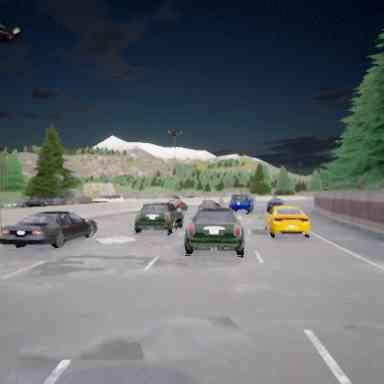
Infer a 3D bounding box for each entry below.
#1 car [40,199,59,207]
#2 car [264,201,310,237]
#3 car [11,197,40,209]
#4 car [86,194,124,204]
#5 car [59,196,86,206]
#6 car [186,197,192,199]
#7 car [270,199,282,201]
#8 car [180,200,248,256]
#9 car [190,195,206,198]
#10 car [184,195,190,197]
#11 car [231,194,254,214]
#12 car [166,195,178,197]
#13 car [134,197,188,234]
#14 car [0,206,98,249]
[{"bbox_3d":[-17.755,1.568,44.775,1.994,1.385,4.181,0,0,17],"label":"car"},{"bbox_3d":[5.093,1.512,18.267,1.882,1.535,5.008,0,0,8],"label":"car"},{"bbox_3d":[-21.623,1.485,44.105,2.128,1.511,4.902,0,0,17],"label":"car"},{"bbox_3d":[-10.935,1.242,43.349,2.150,2.045,5.566,0,0,17],"label":"car"},{"bbox_3d":[-14.555,1.362,43.278,2.097,1.767,4.553,0,0,17],"label":"car"},{"bbox_3d":[-1.760,1.562,36.520,1.812,1.442,4.674,0,0,15],"label":"car"},{"bbox_3d":[9.693,1.574,38.280,1.837,1.490,4.892,0,0,17],"label":"car"},{"bbox_3d":[0.958,1.370,13.364,2.097,1.767,4.553,0,0,6],"label":"car"},{"bbox_3d":[2.205,1.413,80.863,1.882,1.535,5.008,0,0,32],"label":"car"},{"bbox_3d":[-0.777,1.426,82.696,1.837,1.490,4.892,0,0,32],"label":"car"},{"bbox_3d":[5.525,1.278,36.676,2.150,2.045,5.566,0,0,16],"label":"car"},{"bbox_3d":[-5.108,1.427,82.274,2.128,1.511,4.902,0,0,30],"label":"car"},{"bbox_3d":[-1.783,1.369,19.492,2.097,1.767,4.553,0,0,8],"label":"car"},{"bbox_3d":[-5.988,1.548,14.685,2.033,1.411,5.357,0,0,6],"label":"car"}]
